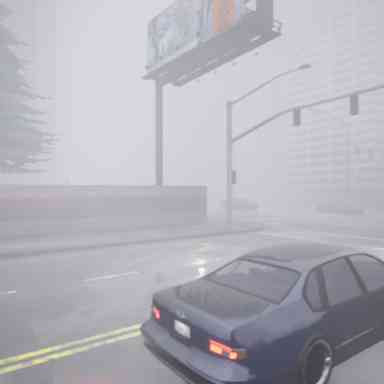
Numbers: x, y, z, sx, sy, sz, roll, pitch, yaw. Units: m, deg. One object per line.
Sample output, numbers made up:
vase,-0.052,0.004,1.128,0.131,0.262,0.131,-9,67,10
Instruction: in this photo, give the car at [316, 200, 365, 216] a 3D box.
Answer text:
car,13.671,1.400,30.830,1.994,1.385,4.181,0,0,-30

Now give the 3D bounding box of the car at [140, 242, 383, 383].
car,1.911,1.522,5.127,5.357,1.411,2.033,0,0,-37

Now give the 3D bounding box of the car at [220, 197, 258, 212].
car,5.168,1.334,36.918,1.882,1.535,5.008,0,1,-35
